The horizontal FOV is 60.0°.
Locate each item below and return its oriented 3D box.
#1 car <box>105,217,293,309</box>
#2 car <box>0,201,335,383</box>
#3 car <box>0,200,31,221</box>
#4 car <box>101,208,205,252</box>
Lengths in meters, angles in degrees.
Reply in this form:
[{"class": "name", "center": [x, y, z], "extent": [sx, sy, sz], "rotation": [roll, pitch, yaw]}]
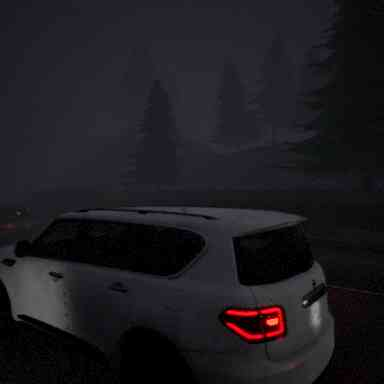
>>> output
[{"class": "car", "center": [-0.023, 1.521, 8.564], "extent": [4.674, 1.442, 1.812], "rotation": [0, 0, 38]}, {"class": "car", "center": [-0.944, 1.216, 4.823], "extent": [5.566, 2.045, 2.150], "rotation": [0, 0, 37]}, {"class": "car", "center": [-14.853, 1.458, 27.252], "extent": [1.812, 1.442, 4.674], "rotation": [0, 0, -42]}, {"class": "car", "center": [-1.851, 1.511, 14.569], "extent": [4.674, 1.442, 1.812], "rotation": [0, 0, 40]}]
